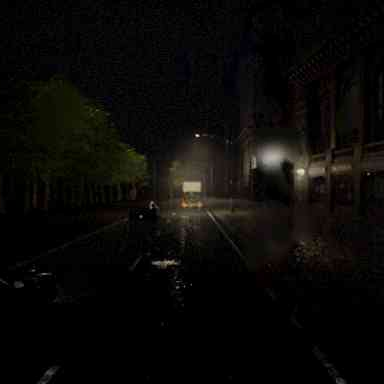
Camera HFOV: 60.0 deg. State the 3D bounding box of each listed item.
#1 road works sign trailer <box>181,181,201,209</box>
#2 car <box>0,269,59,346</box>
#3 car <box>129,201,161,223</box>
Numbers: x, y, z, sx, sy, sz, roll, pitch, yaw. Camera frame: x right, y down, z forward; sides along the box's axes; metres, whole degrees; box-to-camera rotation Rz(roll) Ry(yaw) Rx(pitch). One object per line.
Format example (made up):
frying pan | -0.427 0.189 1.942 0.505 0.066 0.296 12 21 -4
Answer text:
road works sign trailer | -0.014 0.367 42.729 2.380 3.560 2.880 0 0 0
car | -3.400 1.538 3.728 2.033 1.411 5.357 0 0 0
car | -3.407 1.432 24.689 2.128 1.511 4.902 0 0 0
